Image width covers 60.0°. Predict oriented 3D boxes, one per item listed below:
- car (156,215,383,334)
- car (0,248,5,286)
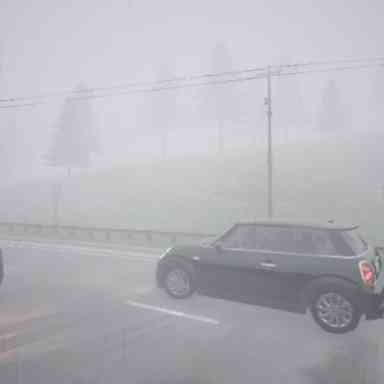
[{"bbox_3d":[1.422,1.324,6.903,4.553,1.767,2.097,0,0,33],"label":"car"},{"bbox_3d":[-6.415,1.507,7.492,5.008,1.535,1.882,0,0,28],"label":"car"}]
